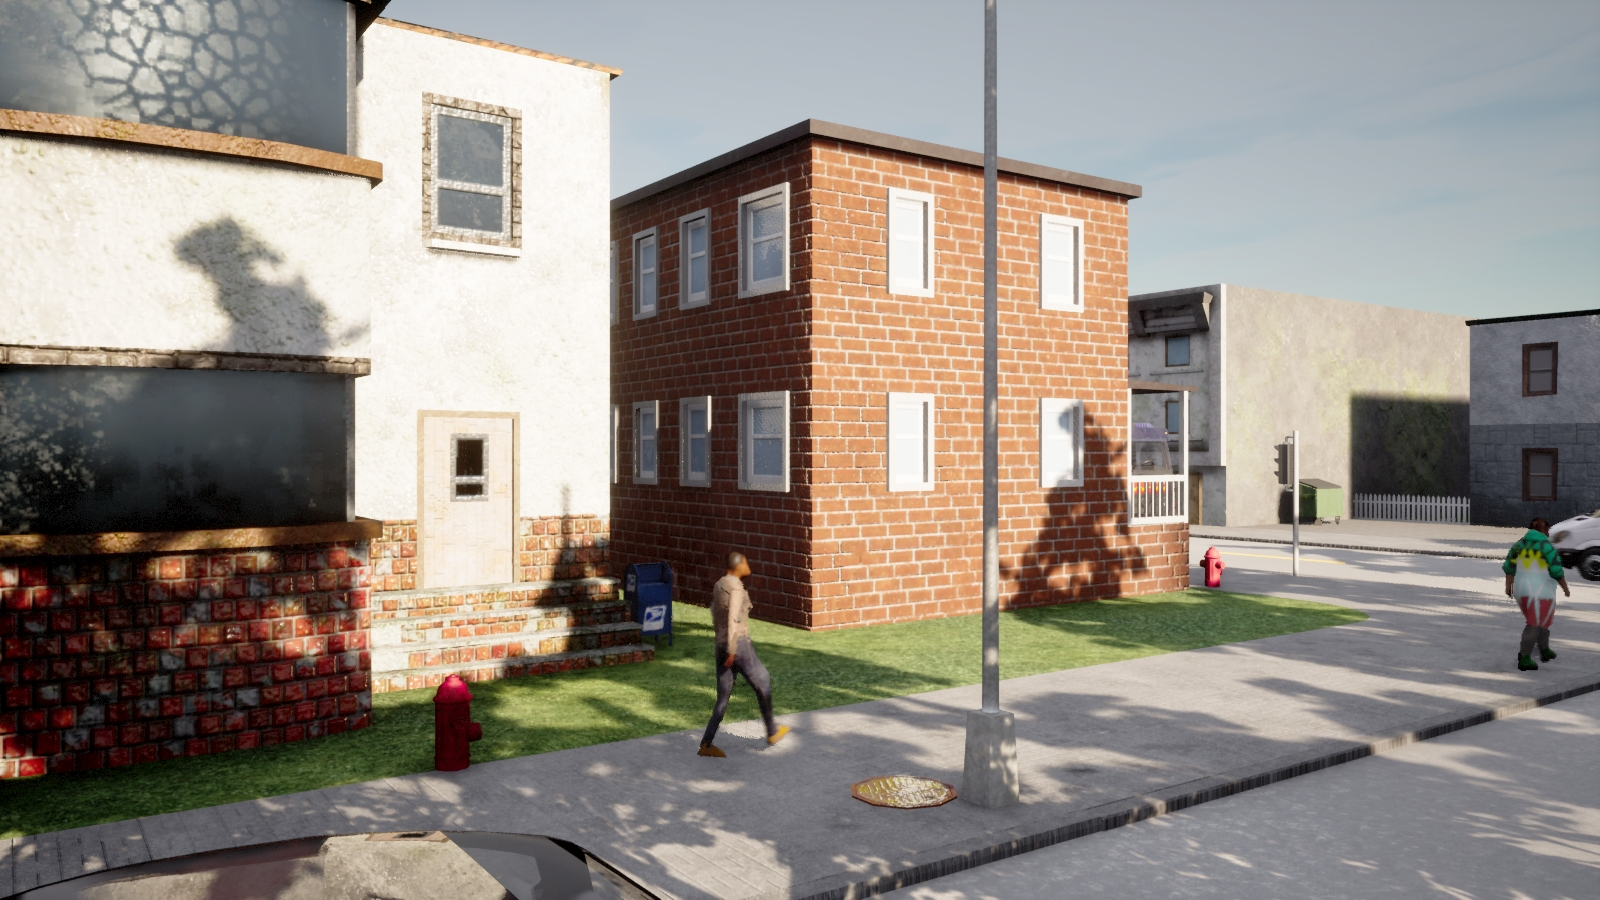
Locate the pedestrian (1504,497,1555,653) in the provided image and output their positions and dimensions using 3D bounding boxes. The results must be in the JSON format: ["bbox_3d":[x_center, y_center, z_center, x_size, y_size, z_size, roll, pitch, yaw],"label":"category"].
[{"bbox_3d":[8.936,1.516,14.004,0.375,1.860,0.375,0,0,-19],"label":"pedestrian"}]

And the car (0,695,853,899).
[{"bbox_3d":[-1.878,1.806,3.034,3.705,1.549,1.789,0,0,-35],"label":"car"}]

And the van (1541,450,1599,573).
[{"bbox_3d":[19.038,1.315,23.851,5.915,2.561,1.988,0,1,35],"label":"van"}]

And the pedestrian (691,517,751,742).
[{"bbox_3d":[-0.682,1.524,9.856,0.375,1.860,0.375,0,0,-39],"label":"pedestrian"}]
